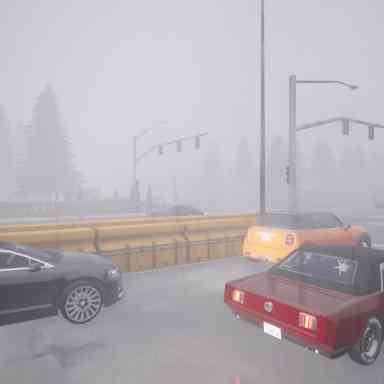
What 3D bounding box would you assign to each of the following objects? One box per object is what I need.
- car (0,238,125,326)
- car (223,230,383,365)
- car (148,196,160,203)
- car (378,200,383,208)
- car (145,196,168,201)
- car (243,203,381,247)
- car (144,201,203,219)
[{"bbox_3d":[-3.560,1.492,5.498,4.902,1.511,2.128,0,0,-36],"label":"car"},{"bbox_3d":[2.904,1.601,5.823,4.718,1.301,1.895,0,0,-36],"label":"car"},{"bbox_3d":[-7.972,1.514,70.211,2.033,1.411,5.357,0,0,-2],"label":"car"},{"bbox_3d":[26.720,1.547,44.591,5.357,1.411,2.033,0,0,-36],"label":"car"},{"bbox_3d":[-4.570,1.352,44.379,2.097,1.767,4.553,0,0,-36],"label":"car"},{"bbox_3d":[3.854,1.352,10.803,4.553,1.767,2.097,0,0,-36],"label":"car"},{"bbox_3d":[-1.119,1.564,24.900,4.181,1.385,1.994,0,0,-42],"label":"car"}]
